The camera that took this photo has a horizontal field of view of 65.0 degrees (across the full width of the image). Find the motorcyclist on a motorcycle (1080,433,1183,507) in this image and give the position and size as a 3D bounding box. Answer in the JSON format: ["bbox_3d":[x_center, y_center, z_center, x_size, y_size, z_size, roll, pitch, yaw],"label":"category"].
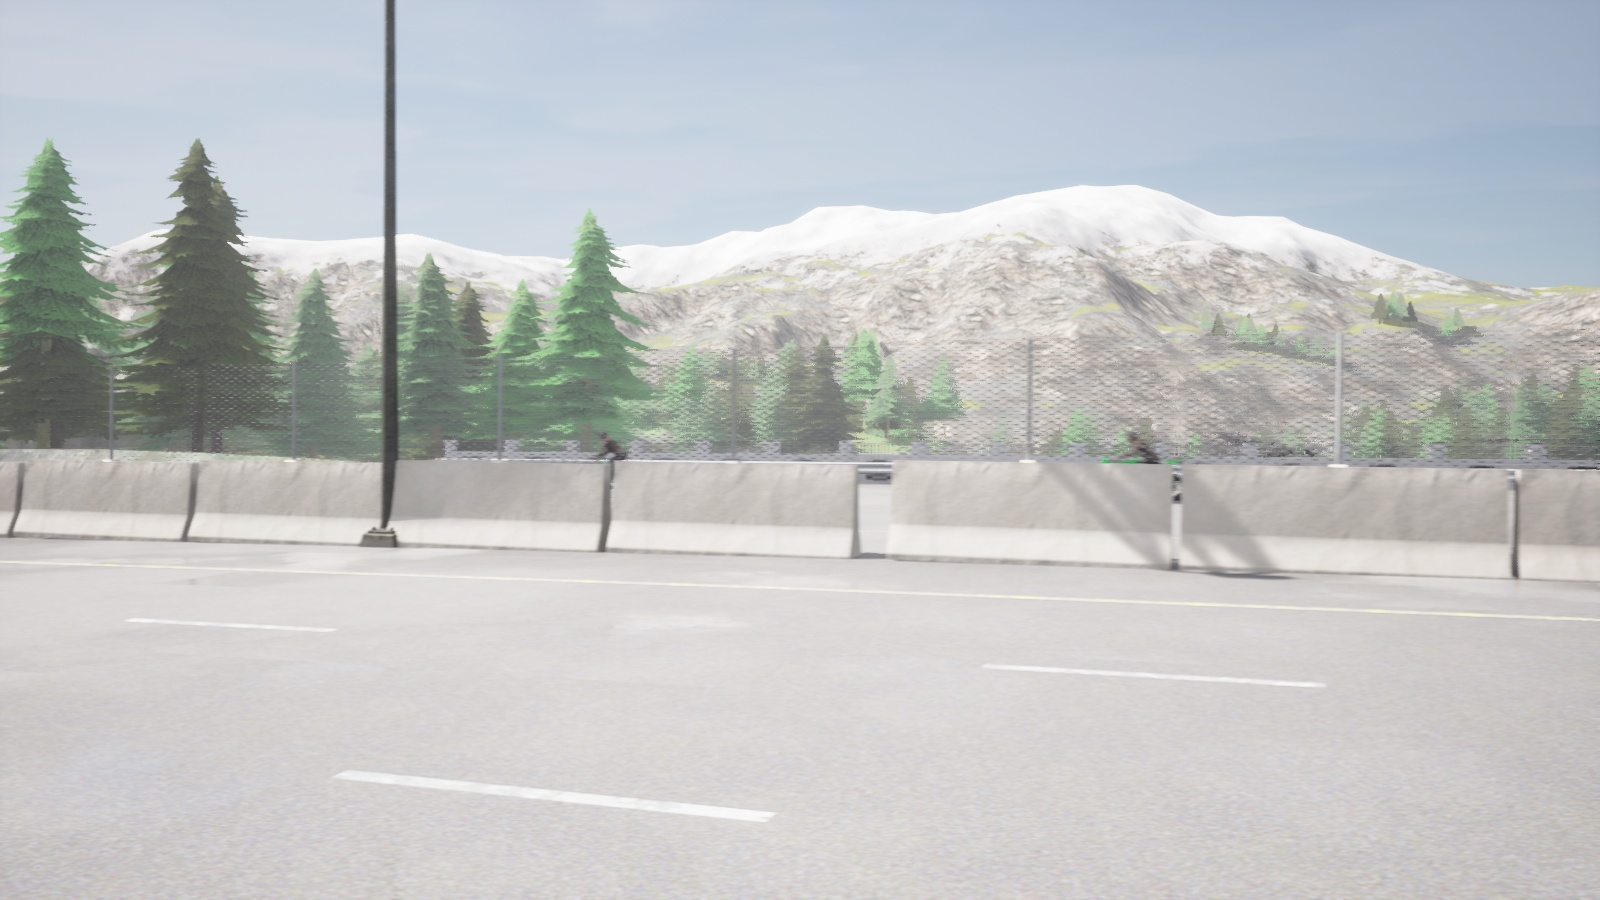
[{"bbox_3d":[7.045,0.408,26.670,2.044,1.523,0.797,1,1,19],"label":"motorcyclist on a motorcycle"}]
